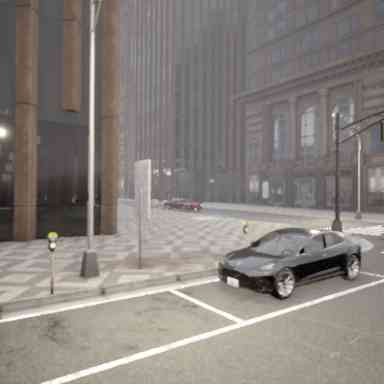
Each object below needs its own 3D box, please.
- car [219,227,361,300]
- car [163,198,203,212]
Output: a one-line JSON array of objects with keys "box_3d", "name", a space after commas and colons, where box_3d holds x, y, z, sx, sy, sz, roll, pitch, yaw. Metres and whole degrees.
[{"box_3d": [2.672, 1.623, 8.579, 4.313, 1.339, 1.947, 1, 0, -36], "name": "car"}, {"box_3d": [-0.947, 1.337, 33.953, 1.895, 1.301, 4.718, 1, 0, -36], "name": "car"}]
